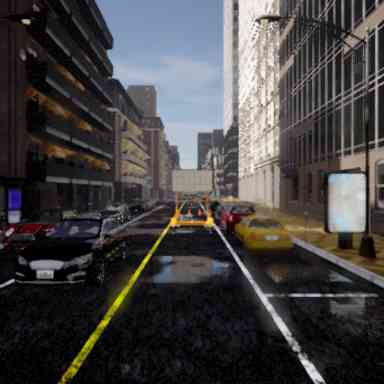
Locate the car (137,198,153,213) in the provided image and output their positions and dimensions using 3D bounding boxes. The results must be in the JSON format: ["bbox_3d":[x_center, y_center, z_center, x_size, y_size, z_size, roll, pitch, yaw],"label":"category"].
[{"bbox_3d":[-5.688,1.495,35.951,1.947,1.339,4.313,0,0,0],"label":"car"}]

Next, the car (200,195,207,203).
[{"bbox_3d":[2.695,1.433,64.193,1.887,1.381,4.507,0,0,0],"label":"car"}]

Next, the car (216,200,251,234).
[{"bbox_3d":[2.692,1.401,19.004,1.967,1.590,4.097,0,0,0],"label":"car"}]

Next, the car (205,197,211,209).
[{"bbox_3d":[2.694,1.496,35.951,1.947,1.339,4.313,0,0,0],"label":"car"}]

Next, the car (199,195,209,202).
[{"bbox_3d":[2.696,1.425,75.491,2.008,1.369,4.403,0,0,0],"label":"car"}]

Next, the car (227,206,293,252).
[{"bbox_3d":[2.691,1.497,13.527,1.752,1.417,4.829,0,0,0],"label":"car"}]

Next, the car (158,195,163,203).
[{"bbox_3d":[-5.685,1.328,64.194,1.967,1.590,4.097,0,0,0],"label":"car"}]

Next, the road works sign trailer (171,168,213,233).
[{"bbox_3d":[0.003,0.425,19.162,2.380,3.560,2.880,0,0,0],"label":"road works sign trailer"}]

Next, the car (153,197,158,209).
[{"bbox_3d":[-5.687,1.446,41.430,1.752,1.417,4.829,0,0,0],"label":"car"}]

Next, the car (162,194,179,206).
[{"bbox_3d":[-3.060,1.451,52.539,2.033,1.411,5.357,0,0,0],"label":"car"}]

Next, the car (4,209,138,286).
[{"bbox_3d":[-3.098,1.472,9.465,2.128,1.511,4.902,0,0,0],"label":"car"}]

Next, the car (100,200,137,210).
[{"bbox_3d":[-5.688,1.500,24.654,2.008,1.369,4.403,0,0,0],"label":"car"}]

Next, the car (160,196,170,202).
[{"bbox_3d":[-5.684,1.463,69.843,1.802,1.307,4.206,0,0,0],"label":"car"}]

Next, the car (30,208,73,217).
[{"bbox_3d":[-5.689,1.412,13.358,1.967,1.590,4.097,0,0,0],"label":"car"}]

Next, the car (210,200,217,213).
[{"bbox_3d":[2.692,1.501,24.654,2.008,1.369,4.403,0,0,0],"label":"car"}]
